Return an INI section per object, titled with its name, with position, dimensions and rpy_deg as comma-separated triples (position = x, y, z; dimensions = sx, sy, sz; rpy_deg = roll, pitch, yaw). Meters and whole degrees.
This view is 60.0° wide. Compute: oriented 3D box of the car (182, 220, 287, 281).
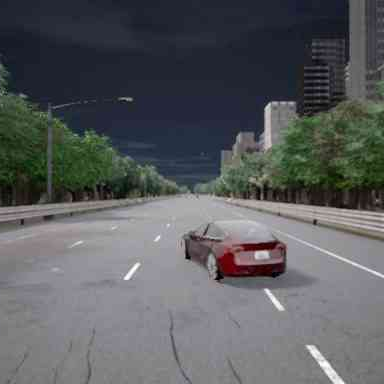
[car]
position = 1.072, 1.582, 10.282
dimensions = 2.163, 1.488, 4.792
rpy_deg = 0, 0, -15
